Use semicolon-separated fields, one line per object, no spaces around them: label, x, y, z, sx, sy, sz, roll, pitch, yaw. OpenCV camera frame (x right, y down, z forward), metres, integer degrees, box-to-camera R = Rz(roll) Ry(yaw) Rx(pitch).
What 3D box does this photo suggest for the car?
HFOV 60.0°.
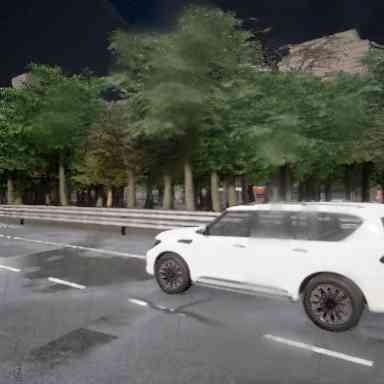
car;1.572;1.225;7.047;5.566;2.045;2.150;0;0;36
